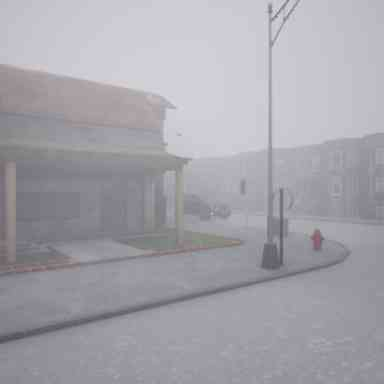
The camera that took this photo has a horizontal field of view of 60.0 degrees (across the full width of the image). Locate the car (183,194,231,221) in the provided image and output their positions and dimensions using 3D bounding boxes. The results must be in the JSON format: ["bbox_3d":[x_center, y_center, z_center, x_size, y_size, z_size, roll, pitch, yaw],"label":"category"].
[{"bbox_3d":[0.792,1.199,27.489,2.150,2.045,5.566,0,0,-35],"label":"car"}]
